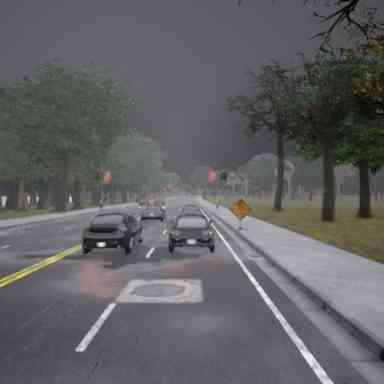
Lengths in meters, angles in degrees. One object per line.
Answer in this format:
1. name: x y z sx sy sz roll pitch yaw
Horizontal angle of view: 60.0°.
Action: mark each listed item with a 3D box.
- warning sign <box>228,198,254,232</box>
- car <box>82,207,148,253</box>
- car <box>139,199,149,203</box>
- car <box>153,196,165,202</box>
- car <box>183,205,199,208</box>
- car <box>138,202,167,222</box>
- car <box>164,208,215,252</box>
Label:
1. warning sign: 2.810 1.302 19.218 1.300 1.860 1.060 0 -1 0
2. car: -3.266 1.647 14.400 1.837 1.490 4.892 0 0 0
3. car: -10.196 2.272 70.989 1.994 1.385 4.181 0 -1 -1
4. car: -6.946 1.945 70.987 2.150 2.045 5.566 0 -1 -1
5. car: -0.079 1.834 29.121 2.033 1.411 5.357 0 -1 0
6. car: -3.329 1.853 29.372 1.994 1.385 4.181 0 -1 0
7. car: -0.016 1.666 14.489 1.812 1.442 4.674 0 0 0
